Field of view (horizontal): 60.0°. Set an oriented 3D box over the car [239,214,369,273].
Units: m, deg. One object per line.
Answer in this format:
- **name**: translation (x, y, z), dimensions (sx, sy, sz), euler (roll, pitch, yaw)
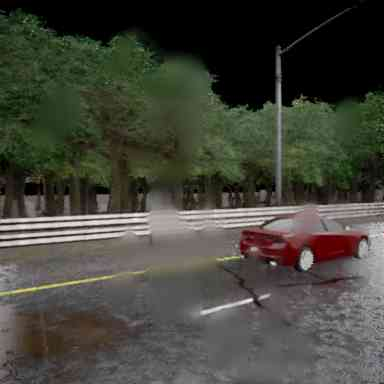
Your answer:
- **car**: translation (3.761, 1.457, 10.707), dimensions (5.008, 1.535, 1.882), euler (0, 0, -35)
